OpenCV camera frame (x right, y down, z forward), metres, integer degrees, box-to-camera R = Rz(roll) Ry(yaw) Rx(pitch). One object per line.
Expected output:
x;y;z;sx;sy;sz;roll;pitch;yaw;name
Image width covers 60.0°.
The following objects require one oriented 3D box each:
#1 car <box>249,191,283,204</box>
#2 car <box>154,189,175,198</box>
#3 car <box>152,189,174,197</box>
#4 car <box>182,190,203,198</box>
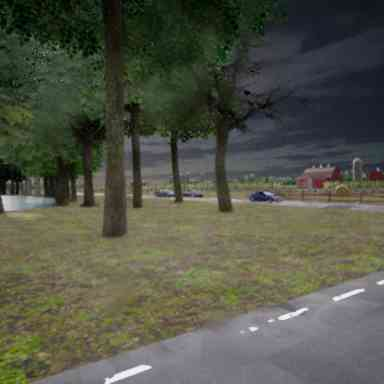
8.991;0.622;40.872;1.812;1.442;4.674;-2;2;-36;car
-4.360;0.329;59.538;2.033;1.411;5.357;-2;2;-36;car
-5.825;0.112;66.271;2.128;1.511;4.902;-2;2;-36;car
0.088;0.308;58.171;1.994;1.385;4.181;-2;2;-35;car
